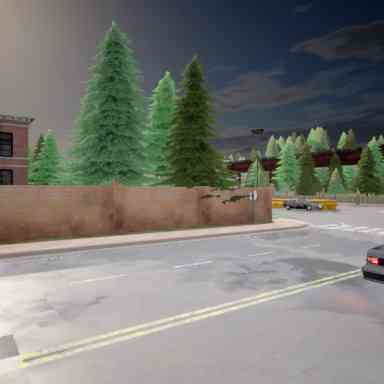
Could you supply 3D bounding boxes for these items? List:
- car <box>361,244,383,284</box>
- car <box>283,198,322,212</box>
[{"bbox_3d":[6.347,1.547,8.253,5.357,1.411,2.033,0,0,-35],"label":"car"},{"bbox_3d":[13.198,1.492,39.832,2.128,1.511,4.902,0,0,-35],"label":"car"}]
